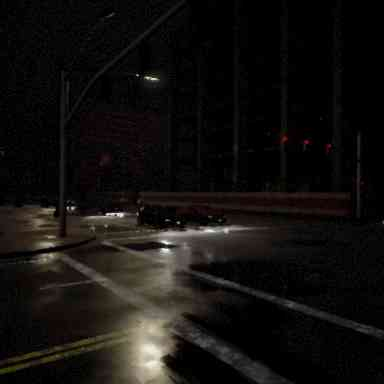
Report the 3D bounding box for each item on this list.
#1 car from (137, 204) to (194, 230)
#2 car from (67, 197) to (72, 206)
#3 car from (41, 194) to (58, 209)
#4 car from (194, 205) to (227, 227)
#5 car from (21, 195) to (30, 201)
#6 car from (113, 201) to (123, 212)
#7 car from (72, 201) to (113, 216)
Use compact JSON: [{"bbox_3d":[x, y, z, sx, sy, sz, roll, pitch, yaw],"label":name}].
[{"bbox_3d":[-2.121,1.624,22.331,1.837,1.490,4.892,1,0,-32],"label":"car"},{"bbox_3d":[-21.658,1.644,56.700,1.882,1.535,5.008,1,-1,-35],"label":"car"},{"bbox_3d":[-20.718,1.346,49.148,2.150,2.045,5.566,1,-1,-34],"label":"car"},{"bbox_3d":[0.590,1.684,24.794,1.812,1.442,4.674,1,0,-36],"label":"car"},{"bbox_3d":[-36.107,1.295,71.264,2.097,1.767,4.553,1,0,-35],"label":"car"},{"bbox_3d":[-9.756,1.722,39.510,1.994,1.385,4.181,1,0,-35],"label":"car"},{"bbox_3d":[-10.415,1.669,34.520,2.033,1.411,5.357,1,0,-35],"label":"car"}]
